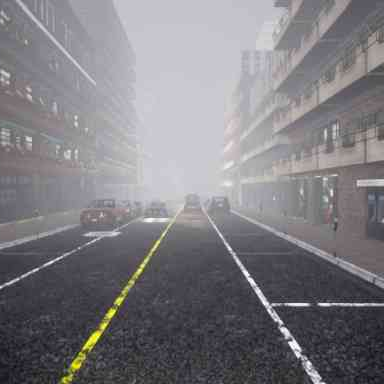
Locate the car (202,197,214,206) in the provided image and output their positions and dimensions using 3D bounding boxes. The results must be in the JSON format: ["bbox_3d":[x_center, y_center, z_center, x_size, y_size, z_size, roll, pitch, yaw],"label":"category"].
[{"bbox_3d":[2.649,1.615,55.904,1.802,1.307,4.206,-1,0,0],"label":"car"}]

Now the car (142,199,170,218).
[{"bbox_3d":[-3.118,1.579,30.355,1.994,1.385,4.181,0,0,0],"label":"car"}]

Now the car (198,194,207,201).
[{"bbox_3d":[2.630,1.372,84.223,2.192,1.841,5.009,-1,0,0],"label":"car"}]

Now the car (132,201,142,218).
[{"bbox_3d":[-5.717,1.454,27.611,1.967,1.590,4.097,-1,0,0],"label":"car"}]

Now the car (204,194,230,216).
[{"bbox_3d":[2.658,1.332,33.248,2.192,1.841,5.009,-1,0,0],"label":"car"}]

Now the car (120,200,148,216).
[{"bbox_3d":[-5.719,1.583,33.275,1.947,1.339,4.313,-1,0,0],"label":"car"}]

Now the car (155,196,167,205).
[{"bbox_3d":[-5.735,1.562,61.426,1.752,1.417,4.829,-1,0,0],"label":"car"}]

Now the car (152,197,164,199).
[{"bbox_3d":[-5.729,1.554,50.098,1.752,1.417,4.829,-1,0,0],"label":"car"}]

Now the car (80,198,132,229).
[{"bbox_3d":[-5.716,1.325,21.948,2.192,1.841,5.009,-1,0,0],"label":"car"}]

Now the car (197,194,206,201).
[{"bbox_3d":[2.627,1.378,89.887,2.192,1.841,5.009,-1,0,0],"label":"car"}]

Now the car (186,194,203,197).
[{"bbox_3d":[0.019,1.248,47.412,2.150,2.045,5.566,0,0,0],"label":"car"}]

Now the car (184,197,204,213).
[{"bbox_3d":[0.071,1.584,37.439,1.994,1.385,4.181,0,0,0],"label":"car"}]

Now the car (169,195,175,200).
[{"bbox_3d":[-5.753,1.612,95.413,1.752,1.417,4.829,-1,0,0],"label":"car"}]
